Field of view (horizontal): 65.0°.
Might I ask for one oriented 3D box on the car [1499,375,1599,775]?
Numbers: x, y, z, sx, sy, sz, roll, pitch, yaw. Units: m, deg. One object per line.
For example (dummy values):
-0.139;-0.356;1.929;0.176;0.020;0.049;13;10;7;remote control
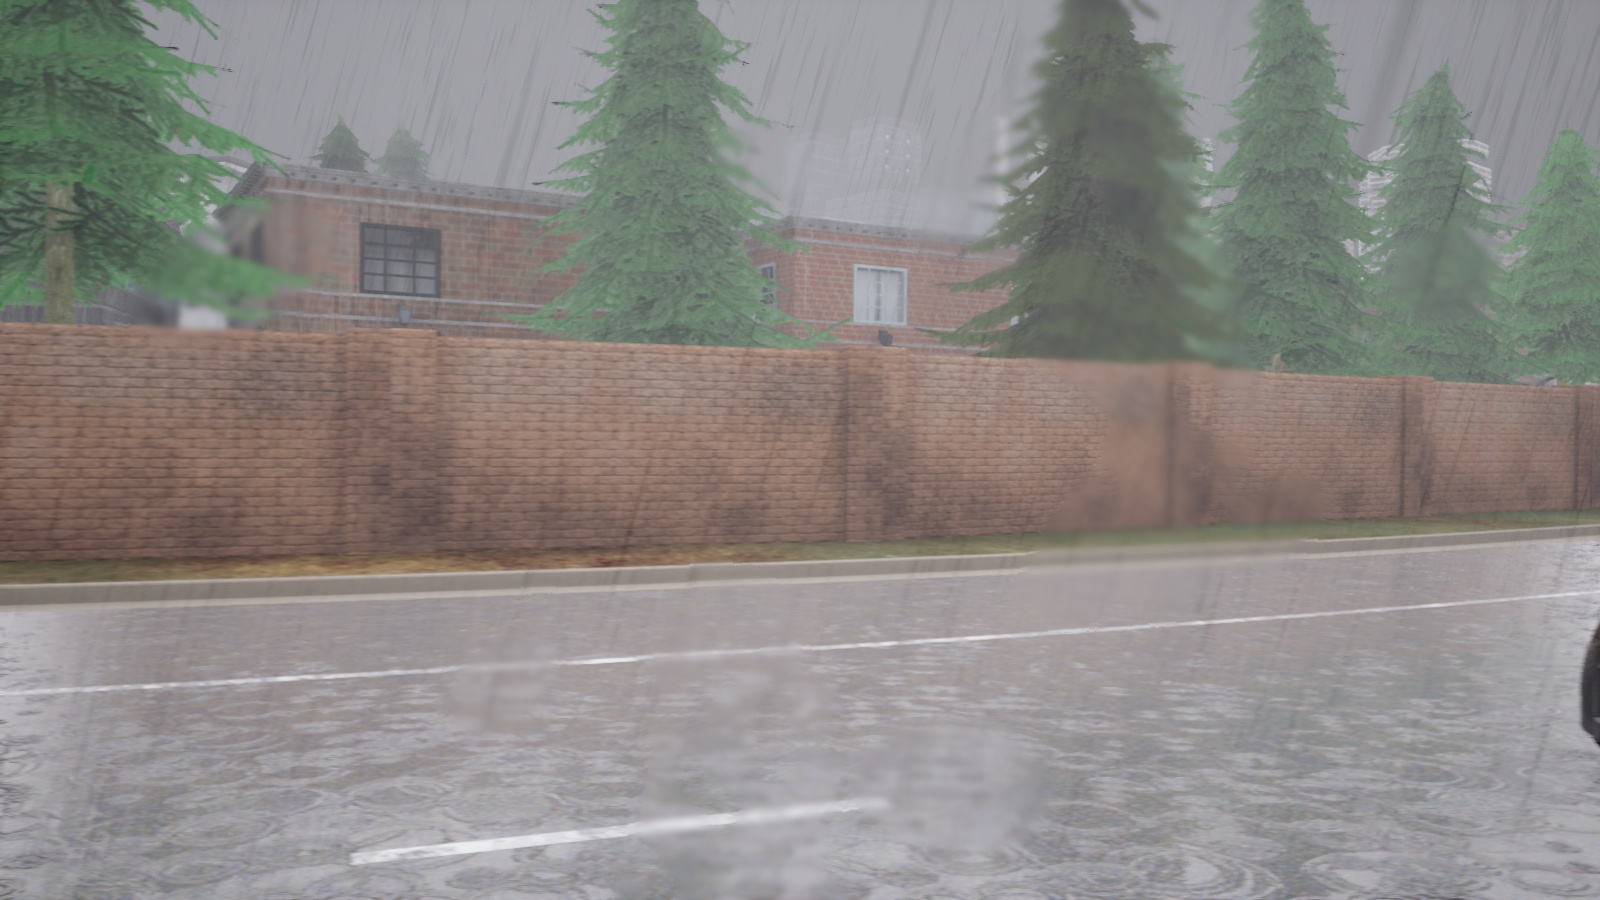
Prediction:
5.698;0.492;5.584;4.611;1.667;2.242;-1;1;-25;car
